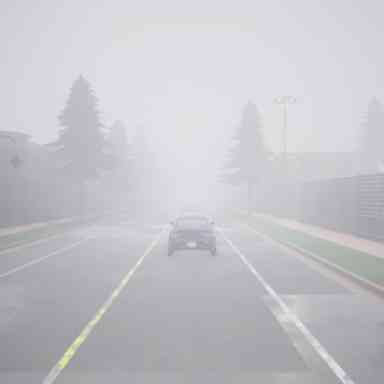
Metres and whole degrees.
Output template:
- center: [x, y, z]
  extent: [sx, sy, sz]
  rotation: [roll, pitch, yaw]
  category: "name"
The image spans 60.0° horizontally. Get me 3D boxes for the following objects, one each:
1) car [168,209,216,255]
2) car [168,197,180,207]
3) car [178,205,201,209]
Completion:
- center: [0.012, 1.676, 13.887]
  extent: [1.812, 1.442, 4.674]
  rotation: [0, 0, 0]
  category: "car"
- center: [-3.546, 1.930, 65.724]
  extent: [2.150, 2.045, 5.566]
  rotation: [0, -1, 0]
  category: "car"
- center: [-0.001, 1.906, 28.238]
  extent: [1.895, 1.301, 4.718]
  rotation: [0, -1, 0]
  category: "car"
